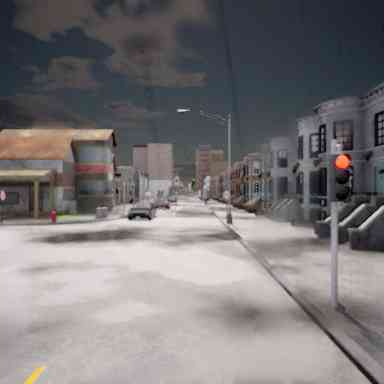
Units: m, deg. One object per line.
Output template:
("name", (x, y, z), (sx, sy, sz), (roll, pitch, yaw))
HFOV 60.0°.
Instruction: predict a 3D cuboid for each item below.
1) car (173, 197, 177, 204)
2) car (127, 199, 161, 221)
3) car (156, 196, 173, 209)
("car", (-3.912, 1.585, 65.349), (1.994, 1.385, 4.181), (0, 0, 1))
("car", (-4.071, 1.556, 27.825), (2.033, 1.411, 5.357), (0, 0, 0))
("car", (-4.031, 1.365, 44.164), (2.097, 1.767, 4.553), (0, 0, 0))
